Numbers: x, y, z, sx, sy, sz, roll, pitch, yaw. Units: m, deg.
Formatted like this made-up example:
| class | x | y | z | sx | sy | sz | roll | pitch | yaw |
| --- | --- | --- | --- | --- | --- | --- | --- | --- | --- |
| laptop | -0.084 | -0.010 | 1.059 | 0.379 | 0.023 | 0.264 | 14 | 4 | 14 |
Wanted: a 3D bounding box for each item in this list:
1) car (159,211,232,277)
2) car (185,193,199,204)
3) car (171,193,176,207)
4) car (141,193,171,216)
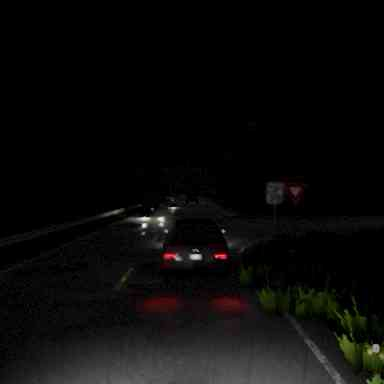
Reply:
| class | x | y | z | sx | sy | sz | roll | pitch | yaw |
| --- | --- | --- | --- | --- | --- | --- | --- | --- | --- |
| car | 0.088 | 1.532 | 10.099 | 2.033 | 1.411 | 5.357 | 0 | 0 | 0 |
| car | 0.001 | 1.132 | 60.156 | 2.150 | 2.045 | 5.566 | 0 | 0 | 0 |
| car | -3.572 | 1.147 | 50.057 | 2.150 | 2.045 | 5.566 | 0 | 0 | 0 |
| car | -3.594 | 1.167 | 32.849 | 2.150 | 2.045 | 5.566 | 0 | 1 | 0 |
